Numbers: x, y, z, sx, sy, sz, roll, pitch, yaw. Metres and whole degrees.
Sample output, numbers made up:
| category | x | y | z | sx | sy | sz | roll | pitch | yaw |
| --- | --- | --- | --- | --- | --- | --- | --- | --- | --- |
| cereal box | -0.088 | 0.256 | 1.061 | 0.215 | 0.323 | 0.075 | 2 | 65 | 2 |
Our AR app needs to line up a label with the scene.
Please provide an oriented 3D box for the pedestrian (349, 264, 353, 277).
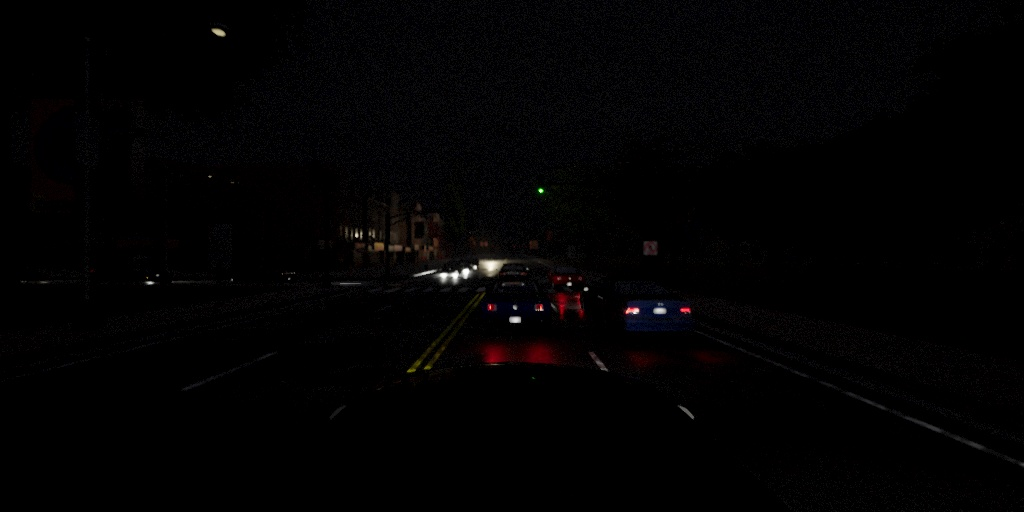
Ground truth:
| category | x | y | z | sx | sy | sz | roll | pitch | yaw |
| --- | --- | --- | --- | --- | --- | --- | --- | --- | --- |
| pedestrian | -14.132 | 1.259 | 31.422 | 0.500 | 1.100 | 0.500 | 0 | -1 | 0 |

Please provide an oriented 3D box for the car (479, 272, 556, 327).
| category | x | y | z | sx | sy | sz | roll | pitch | yaw |
| --- | --- | --- | --- | --- | --- | --- | --- | --- | --- |
| car | 0.094 | 1.348 | 11.405 | 1.895 | 1.301 | 4.718 | 0 | 0 | 0 |

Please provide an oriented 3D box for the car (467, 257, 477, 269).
| category | x | y | z | sx | sy | sz | roll | pitch | yaw |
| --- | --- | --- | --- | --- | --- | --- | --- | --- | --- |
| car | -6.596 | 0.980 | 49.875 | 2.128 | 1.511 | 4.902 | 0 | 1 | 0 |

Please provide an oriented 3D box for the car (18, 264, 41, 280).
| category | x | y | z | sx | sy | sz | roll | pitch | yaw |
| --- | --- | --- | --- | --- | --- | --- | --- | --- | --- |
| car | -36.874 | 1.008 | 25.585 | 5.008 | 1.535 | 1.882 | 0 | 0 | 0 |

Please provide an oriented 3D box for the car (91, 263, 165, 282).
| category | x | y | z | sx | sy | sz | roll | pitch | yaw |
| --- | --- | --- | --- | --- | --- | --- | --- | --- | --- |
| car | -27.250 | 1.169 | 25.570 | 4.181 | 1.385 | 1.994 | 0 | 0 | 0 |

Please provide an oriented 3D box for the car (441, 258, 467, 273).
| category | x | y | z | sx | sy | sz | roll | pitch | yaw |
| --- | --- | --- | --- | --- | --- | --- | --- | --- | --- |
| car | -6.603 | 1.177 | 40.190 | 1.994 | 1.385 | 4.181 | 0 | 1 | 0 |

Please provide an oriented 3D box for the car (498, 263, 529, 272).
| category | x | y | z | sx | sy | sz | roll | pitch | yaw |
| --- | --- | --- | --- | --- | --- | --- | --- | --- | --- |
| car | 0.087 | 1.209 | 23.625 | 1.882 | 1.535 | 5.008 | 0 | 0 | 0 |

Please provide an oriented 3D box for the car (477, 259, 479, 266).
| category | x | y | z | sx | sy | sz | roll | pitch | yaw |
| --- | --- | --- | --- | --- | --- | --- | --- | --- | --- |
| car | -6.563 | 0.896 | 60.127 | 1.994 | 1.385 | 4.181 | 0 | 1 | 0 |

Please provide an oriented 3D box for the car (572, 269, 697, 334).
| category | x | y | z | sx | sy | sz | roll | pitch | yaw |
| --- | --- | --- | --- | --- | --- | --- | --- | --- | --- |
| car | 3.342 | 1.293 | 10.604 | 2.033 | 1.411 | 5.357 | 0 | 0 | 0 |

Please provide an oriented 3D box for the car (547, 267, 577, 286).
| category | x | y | z | sx | sy | sz | roll | pitch | yaw |
| --- | --- | --- | --- | --- | --- | --- | --- | --- | --- |
| car | 3.334 | 1.335 | 22.963 | 1.895 | 1.301 | 4.718 | 0 | 0 | 0 |

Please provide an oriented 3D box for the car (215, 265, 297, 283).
| category | x | y | z | sx | sy | sz | roll | pitch | yaw |
| --- | --- | --- | --- | --- | --- | --- | --- | --- | --- |
| car | -18.088 | 1.292 | 25.571 | 4.718 | 1.301 | 1.895 | 1 | 0 | 0 |
